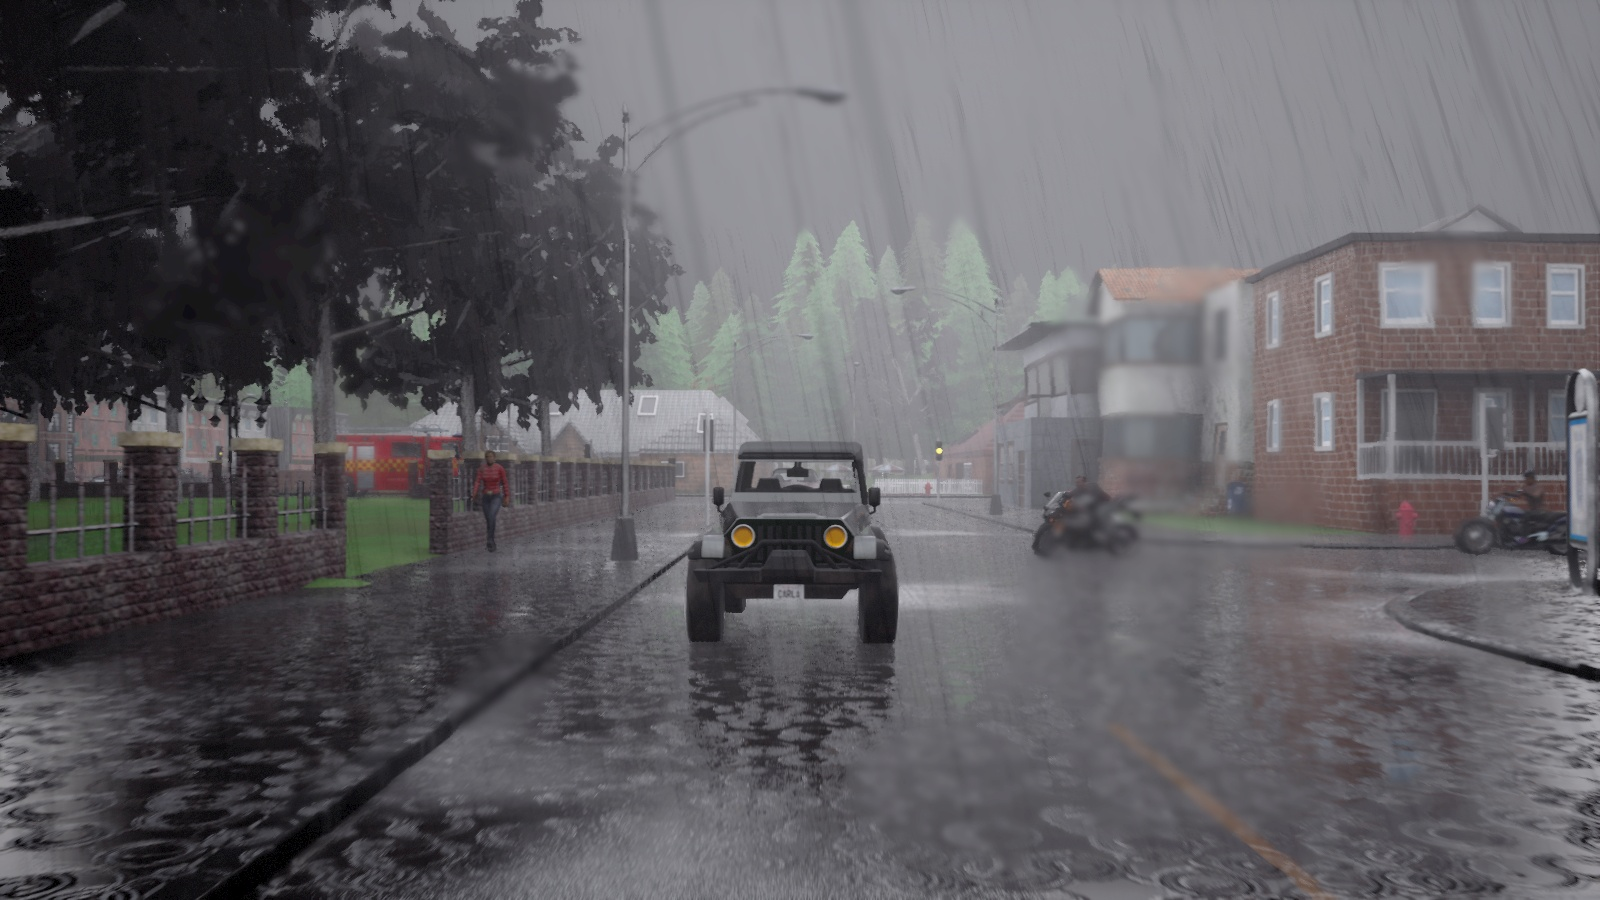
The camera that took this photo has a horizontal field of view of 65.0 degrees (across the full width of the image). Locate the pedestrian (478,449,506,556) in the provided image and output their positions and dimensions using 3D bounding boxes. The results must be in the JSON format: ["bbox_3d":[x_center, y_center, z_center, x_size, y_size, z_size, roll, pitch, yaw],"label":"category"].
[{"bbox_3d":[-5.410,0.916,22.092,0.331,1.846,0.636,0,-1,0],"label":"pedestrian"}]

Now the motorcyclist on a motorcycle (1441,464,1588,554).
[{"bbox_3d":[13.566,1.111,23.882,2.350,1.649,0.766,0,-1,0],"label":"motorcyclist on a motorcycle"}]

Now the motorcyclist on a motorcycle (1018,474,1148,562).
[{"bbox_3d":[5.162,1.212,22.898,2.191,1.530,0.866,0,0,-20],"label":"motorcyclist on a motorcycle"}]

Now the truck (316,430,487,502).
[{"bbox_3d":[-21.805,0.892,68.992,8.468,3.827,2.891,0,-1,-1],"label":"truck"}]

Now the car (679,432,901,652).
[{"bbox_3d":[-0.017,0.824,12.735,1.905,1.878,3.866,0,-1,2],"label":"car"}]
